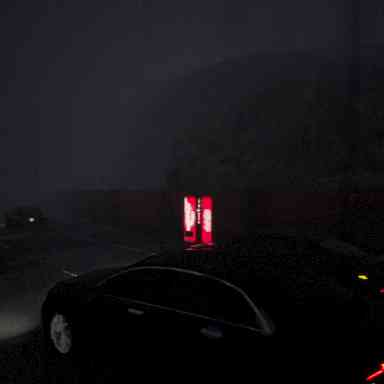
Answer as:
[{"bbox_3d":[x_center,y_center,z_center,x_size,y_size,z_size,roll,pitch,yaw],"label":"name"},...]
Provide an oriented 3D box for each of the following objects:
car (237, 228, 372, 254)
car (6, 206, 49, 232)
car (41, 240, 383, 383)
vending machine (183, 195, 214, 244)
[{"bbox_3d":[1.732,1.525,7.313,4.674,1.442,1.812,0,0,38],"label":"car"},{"bbox_3d":[-10.238,1.562,20.554,1.994,1.385,4.181,0,0,-34],"label":"car"},{"bbox_3d":[-0.038,1.503,4.251,4.892,1.490,1.837,0,0,37],"label":"car"},{"bbox_3d":[0.299,1.194,15.025,1.100,2.100,0.880,0,0,-45],"label":"vending machine"}]
